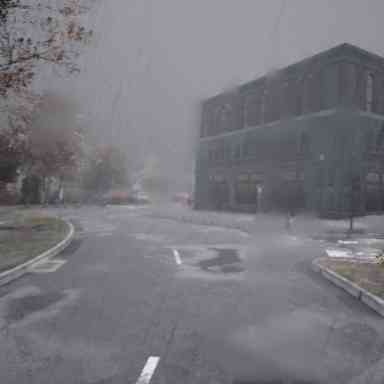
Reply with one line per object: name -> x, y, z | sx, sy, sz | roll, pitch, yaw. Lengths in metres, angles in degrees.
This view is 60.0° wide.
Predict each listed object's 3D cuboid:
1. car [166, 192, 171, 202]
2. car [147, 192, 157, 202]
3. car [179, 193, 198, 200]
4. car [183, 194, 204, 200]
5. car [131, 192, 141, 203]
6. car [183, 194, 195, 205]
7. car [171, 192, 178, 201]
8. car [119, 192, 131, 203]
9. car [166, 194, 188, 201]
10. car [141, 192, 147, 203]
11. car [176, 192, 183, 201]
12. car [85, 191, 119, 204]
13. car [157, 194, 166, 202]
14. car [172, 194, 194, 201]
car -> -7.609, 1.223, 71.920 | 4.553, 1.767, 2.185 | 1, 0, 6
car -> -10.470, 1.291, 66.600 | 5.366, 1.575, 1.946 | 1, 0, 6
car -> -0.877, 1.180, 85.157 | 4.553, 1.767, 2.185 | 1, 1, 8
car -> 0.355, 1.276, 87.800 | 5.366, 1.575, 1.946 | 1, 1, 8
car -> -12.840, 0.961, 61.247 | 5.566, 2.045, 2.435 | 1, -1, 6
car -> 1.105, 1.399, 61.643 | 2.150, 2.045, 5.566 | 2, 0, 26
car -> -6.335, 1.388, 74.580 | 4.792, 1.488, 2.163 | 1, 1, 7
car -> -14.181, 0.914, 58.561 | 5.566, 2.045, 2.435 | 1, 0, 5
car -> -3.604, 1.351, 79.885 | 4.892, 1.521, 2.231 | 1, 0, 7
car -> -11.613, 1.131, 63.924 | 4.553, 1.767, 2.185 | 1, -1, 6
car -> -4.983, 1.108, 77.230 | 5.566, 2.045, 2.435 | 1, 1, 7
car -> -15.425, 1.121, 55.871 | 4.892, 1.521, 2.231 | 1, 0, 5
car -> -8.934, 1.077, 69.262 | 5.566, 2.045, 2.435 | 1, 0, 6
car -> -2.225, 1.331, 82.515 | 5.008, 1.535, 2.097 | 1, 1, 7
